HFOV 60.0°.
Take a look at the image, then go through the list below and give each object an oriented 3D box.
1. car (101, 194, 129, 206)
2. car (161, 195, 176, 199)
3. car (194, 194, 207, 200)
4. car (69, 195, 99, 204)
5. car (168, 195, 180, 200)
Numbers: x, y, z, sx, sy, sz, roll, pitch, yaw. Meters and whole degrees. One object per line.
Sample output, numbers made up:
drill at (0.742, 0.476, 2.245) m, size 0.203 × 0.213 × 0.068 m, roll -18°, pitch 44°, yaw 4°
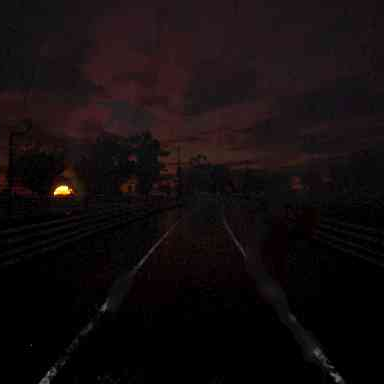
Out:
car at (-11.258, 1.133, 50.560) m, size 2.097 × 1.767 × 4.553 m, roll 0°, pitch 0°, yaw 16°
car at (-5.137, 1.398, 71.480) m, size 1.994 × 1.385 × 4.181 m, roll 0°, pitch 0°, yaw 17°
car at (1.572, 1.442, 92.193) m, size 2.033 × 1.411 × 5.357 m, roll 0°, pitch 0°, yaw 19°
car at (-15.707, 1.301, 47.554) m, size 1.812 × 1.442 × 4.674 m, roll 0°, pitch 0°, yaw 15°
car at (-5.162, 1.466, 94.148) m, size 1.994 × 1.385 × 4.181 m, roll 0°, pitch 0°, yaw 19°
